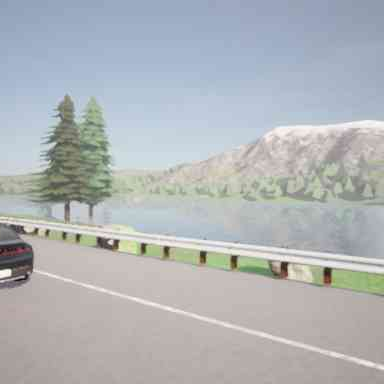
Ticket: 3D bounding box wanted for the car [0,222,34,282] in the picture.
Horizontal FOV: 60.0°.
[{"bbox_3d":[-5.901,1.474,8.514,4.892,1.490,1.837,0,0,38],"label":"car"}]
